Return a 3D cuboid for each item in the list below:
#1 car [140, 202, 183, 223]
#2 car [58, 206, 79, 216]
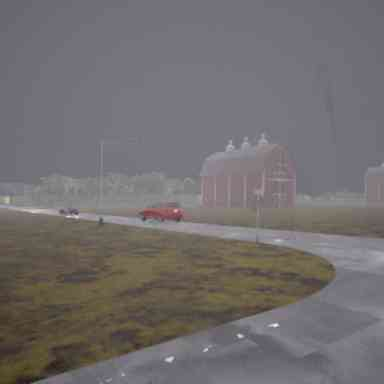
[{"bbox_3d":[-3.125,1.986,33.135,2.150,2.045,5.566,1,-2,-37],"label":"car"},{"bbox_3d":[-18.633,2.786,49.999,2.033,1.411,5.357,1,-2,-36],"label":"car"}]
